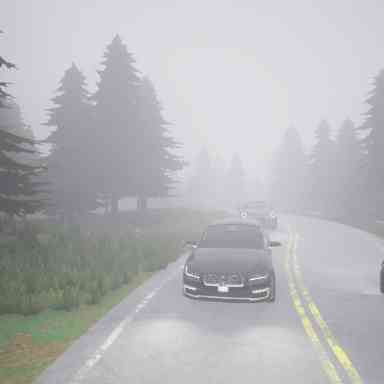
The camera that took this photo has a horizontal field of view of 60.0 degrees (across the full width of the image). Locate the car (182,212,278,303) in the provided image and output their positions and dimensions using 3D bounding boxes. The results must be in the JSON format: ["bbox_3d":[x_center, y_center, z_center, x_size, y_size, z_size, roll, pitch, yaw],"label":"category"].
[{"bbox_3d":[1.080,1.496,8.400,1.837,1.490,4.892,-1,0,12],"label":"car"}]

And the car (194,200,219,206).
[{"bbox_3d":[1.861,1.799,44.849,1.812,1.442,4.674,3,-5,-35],"label":"car"}]

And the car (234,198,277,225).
[{"bbox_3d":[3.850,1.271,20.357,2.097,1.767,4.553,-1,0,5],"label":"car"}]

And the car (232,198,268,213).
[{"bbox_3d":[6.157,1.411,35.729,1.837,1.490,4.892,2,-1,-16],"label":"car"}]

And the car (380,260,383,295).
[{"bbox_3d":[4.488,1.309,4.635,2.097,1.767,4.553,-1,0,8],"label":"car"}]
